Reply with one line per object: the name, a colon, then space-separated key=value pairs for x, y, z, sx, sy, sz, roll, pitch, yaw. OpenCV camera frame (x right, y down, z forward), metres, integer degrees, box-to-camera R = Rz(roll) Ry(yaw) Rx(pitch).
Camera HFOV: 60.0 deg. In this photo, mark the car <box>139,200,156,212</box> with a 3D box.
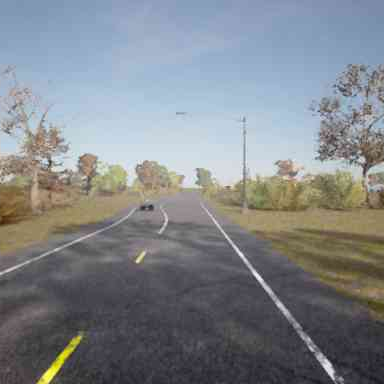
car: x=-5.150 y=1.556 z=38.379 sx=1.895 sy=1.301 sz=4.718 roll=0 pitch=0 yaw=-7
